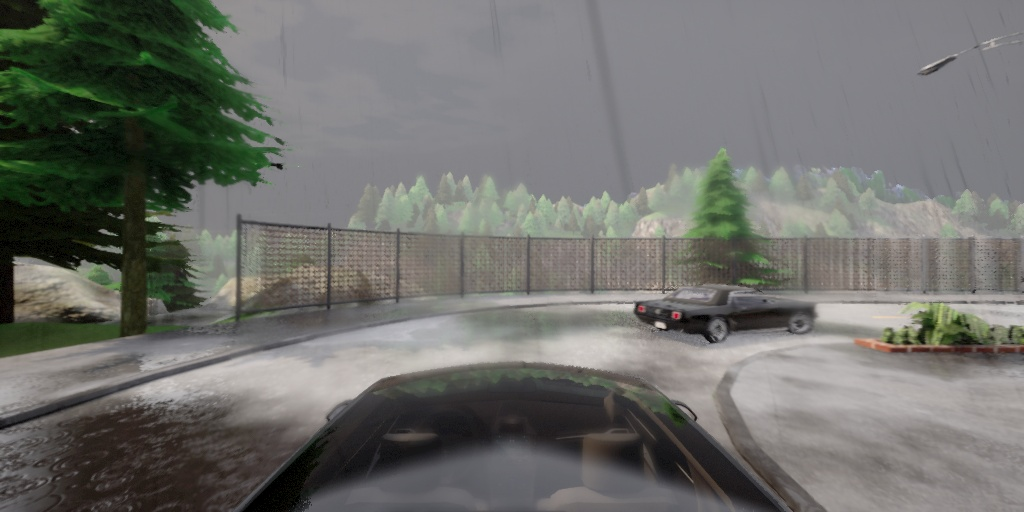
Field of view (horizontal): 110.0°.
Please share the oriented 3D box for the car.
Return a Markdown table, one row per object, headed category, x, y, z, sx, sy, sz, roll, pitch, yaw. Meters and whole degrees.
| category | x | y | z | sx | sy | sz | roll | pitch | yaw |
| --- | --- | --- | --- | --- | --- | --- | --- | --- | --- |
| car | 5.808 | 1.442 | 9.673 | 4.718 | 1.301 | 1.895 | 0 | -1 | -19 |
